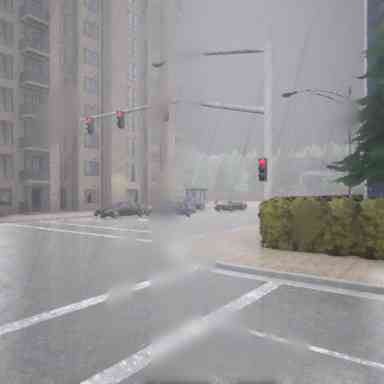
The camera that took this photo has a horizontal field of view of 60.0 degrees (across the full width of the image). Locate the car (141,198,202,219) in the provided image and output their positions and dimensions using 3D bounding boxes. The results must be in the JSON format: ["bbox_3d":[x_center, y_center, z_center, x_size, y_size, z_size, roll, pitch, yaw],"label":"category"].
[{"bbox_3d":[-1.706,1.547,29.485,2.033,1.411,5.357,0,0,36],"label":"car"}]

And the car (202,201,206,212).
[{"bbox_3d":[-0.349,1.489,37.275,2.128,1.511,4.902,0,0,36],"label":"car"}]

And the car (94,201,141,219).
[{"bbox_3d":[-6.042,1.547,29.480,2.033,1.411,5.357,0,0,36],"label":"car"}]

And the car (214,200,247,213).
[{"bbox_3d":[4.417,1.601,37.862,1.895,1.301,4.718,0,0,36],"label":"car"}]
